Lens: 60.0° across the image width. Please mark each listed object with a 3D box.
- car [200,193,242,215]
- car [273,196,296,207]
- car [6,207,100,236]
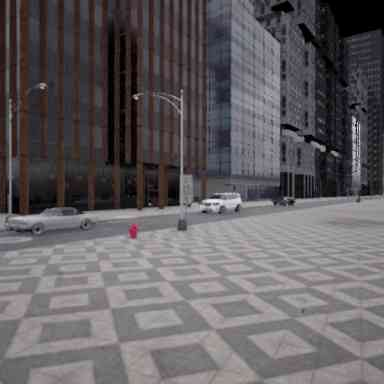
[{"bbox_3d":[3.027,1.117,33.393,2.150,2.045,5.566,0,0,36],"label":"car"},{"bbox_3d":[13.224,1.341,47.505,1.882,1.535,5.008,0,0,36],"label":"car"},{"bbox_3d":[-7.592,1.546,18.494,1.895,1.301,4.718,0,0,35],"label":"car"}]
